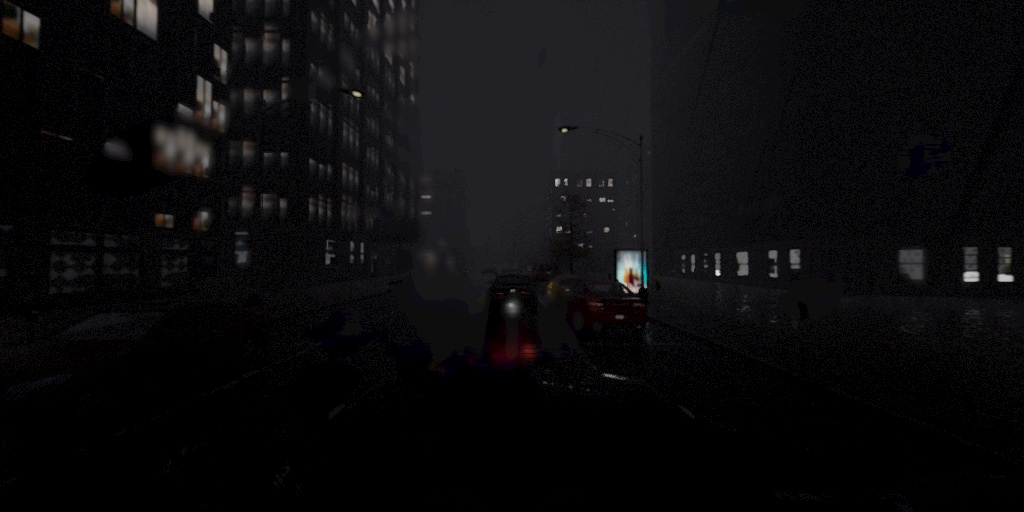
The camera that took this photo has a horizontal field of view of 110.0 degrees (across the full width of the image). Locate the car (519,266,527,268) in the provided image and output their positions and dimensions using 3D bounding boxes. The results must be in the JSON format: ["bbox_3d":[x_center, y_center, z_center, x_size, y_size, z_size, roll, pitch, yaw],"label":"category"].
[{"bbox_3d":[0.044,1.710,28.528,1.895,1.301,4.718,0,-1,1],"label":"car"}]

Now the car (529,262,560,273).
[{"bbox_3d":[2.694,1.415,27.878,2.192,1.841,5.009,0,0,0],"label":"car"}]

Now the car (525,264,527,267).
[{"bbox_3d":[2.694,1.490,33.437,2.192,1.841,5.009,0,0,0],"label":"car"}]

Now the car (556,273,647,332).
[{"bbox_3d":[2.692,1.422,11.202,1.888,1.381,4.507,0,0,0],"label":"car"}]

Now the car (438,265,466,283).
[{"bbox_3d":[-5.686,1.700,33.269,1.751,1.417,4.829,0,0,0],"label":"car"}]

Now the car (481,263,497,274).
[{"bbox_3d":[-3.048,1.925,50.172,1.812,1.442,4.674,0,-1,1],"label":"car"}]

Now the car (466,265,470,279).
[{"bbox_3d":[-5.686,1.689,38.998,1.967,1.591,4.097,0,0,0],"label":"car"}]

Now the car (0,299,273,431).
[{"bbox_3d":[-5.689,1.384,5.643,1.802,1.307,4.207,0,0,0],"label":"car"}]

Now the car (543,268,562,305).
[{"bbox_3d":[2.694,1.477,16.930,1.751,1.417,4.829,0,0,0],"label":"car"}]

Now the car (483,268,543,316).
[{"bbox_3d":[0.047,1.423,14.158,1.837,1.490,4.892,0,0,0],"label":"car"}]
